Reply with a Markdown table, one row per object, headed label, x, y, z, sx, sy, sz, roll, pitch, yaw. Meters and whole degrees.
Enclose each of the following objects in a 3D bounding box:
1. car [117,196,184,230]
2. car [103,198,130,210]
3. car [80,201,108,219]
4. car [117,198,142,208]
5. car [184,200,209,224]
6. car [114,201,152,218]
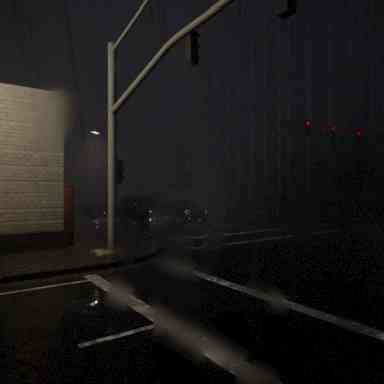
| label | x | y | z | sx | sy | sz | roll | pitch | yaw |
| --- | --- | --- | --- | --- | --- | --- | --- | --- | --- |
| car | -3.126 | 1.277 | 22.321 | 2.150 | 2.045 | 5.566 | 0 | 0 | -36 |
| car | -10.160 | 1.581 | 44.472 | 1.812 | 1.442 | 4.674 | 0 | 0 | -36 |
| car | -8.593 | 1.619 | 29.985 | 1.994 | 1.385 | 4.181 | 0 | 0 | -35 |
| car | -9.257 | 1.619 | 49.255 | 1.994 | 1.385 | 4.181 | 0 | 0 | -36 |
| car | -0.759 | 1.407 | 25.034 | 2.097 | 1.767 | 4.553 | 0 | 0 | -36 |
| car | -5.780 | 1.619 | 32.062 | 1.994 | 1.385 | 4.181 | 0 | 0 | -35 |
